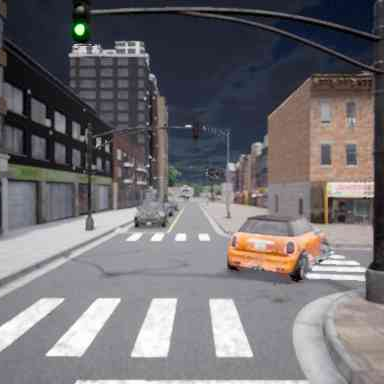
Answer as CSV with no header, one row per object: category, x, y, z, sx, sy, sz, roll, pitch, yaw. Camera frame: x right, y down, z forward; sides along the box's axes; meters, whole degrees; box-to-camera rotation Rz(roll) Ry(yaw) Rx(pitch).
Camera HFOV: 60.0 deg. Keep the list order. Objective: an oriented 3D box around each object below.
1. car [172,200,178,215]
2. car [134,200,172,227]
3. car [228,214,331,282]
car,-2.813,1.735,34.189,2.033,1.411,5.357,0,-1,0
car,-2.783,1.456,23.552,2.097,1.767,4.553,0,0,-1
car,2.943,1.488,10.734,2.097,1.767,4.553,2,1,31
